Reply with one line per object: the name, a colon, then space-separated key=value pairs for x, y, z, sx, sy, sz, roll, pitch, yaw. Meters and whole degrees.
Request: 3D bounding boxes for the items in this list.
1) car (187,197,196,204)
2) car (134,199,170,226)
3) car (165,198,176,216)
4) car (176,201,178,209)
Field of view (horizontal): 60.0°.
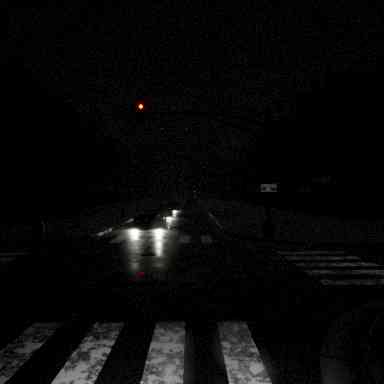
car: x=-0.059 y=1.638 z=66.684 sx=2.033 sy=1.411 sz=5.357 roll=0 pitch=0 yaw=-1
car: x=-2.918 y=1.491 z=23.900 sx=1.882 sy=1.535 sz=5.008 roll=0 pitch=0 yaw=0
car: x=-2.940 y=1.497 z=33.370 sx=1.882 sy=1.535 sz=5.008 roll=0 pitch=0 yaw=0
car: x=-2.950 y=1.531 z=43.452 sx=1.837 sy=1.490 sz=4.892 roll=0 pitch=0 yaw=0
